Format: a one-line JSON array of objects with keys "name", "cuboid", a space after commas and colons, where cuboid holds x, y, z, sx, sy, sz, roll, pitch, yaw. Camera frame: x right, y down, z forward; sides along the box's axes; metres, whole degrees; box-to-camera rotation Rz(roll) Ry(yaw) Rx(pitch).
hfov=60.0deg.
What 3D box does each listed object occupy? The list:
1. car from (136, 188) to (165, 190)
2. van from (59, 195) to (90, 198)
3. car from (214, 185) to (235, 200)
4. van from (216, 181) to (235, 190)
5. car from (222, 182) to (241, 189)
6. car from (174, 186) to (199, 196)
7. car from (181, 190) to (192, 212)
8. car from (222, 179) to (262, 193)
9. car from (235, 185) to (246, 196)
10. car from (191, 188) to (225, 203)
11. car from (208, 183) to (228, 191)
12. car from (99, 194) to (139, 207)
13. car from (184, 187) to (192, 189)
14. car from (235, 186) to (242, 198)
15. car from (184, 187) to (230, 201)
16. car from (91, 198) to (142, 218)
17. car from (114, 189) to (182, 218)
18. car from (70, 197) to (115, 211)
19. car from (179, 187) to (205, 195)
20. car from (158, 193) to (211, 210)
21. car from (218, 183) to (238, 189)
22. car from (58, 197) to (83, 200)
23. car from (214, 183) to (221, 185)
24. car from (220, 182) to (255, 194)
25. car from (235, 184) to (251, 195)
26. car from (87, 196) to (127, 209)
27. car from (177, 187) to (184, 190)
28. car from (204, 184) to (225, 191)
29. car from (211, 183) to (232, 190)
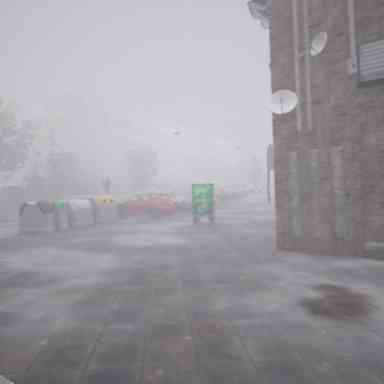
[{"name": "car", "cuboid": [-6.614, 0.428, 53.533, 5.566, 2.045, 2.435, -2, 2, 24]}, {"name": "van", "cuboid": [-13.199, 1.384, 38.151, 4.442, 1.987, 1.878, -2, 2, 24]}, {"name": "car", "cuboid": [2.871, 0.371, 44.422, 4.553, 1.767, 2.185, -2, 2, 24]}, {"name": "van", "cuboid": [9.028, -1.744, 89.314, 4.442, 1.987, 1.878, -2, 2, 24]}, {"name": "car", "cuboid": [11.162, -1.827, 94.483, 4.892, 1.521, 2.231, -2, 2, 24]}, {"name": "car", "cuboid": [-1.105, -0.228, 66.353, 4.553, 1.767, 2.185, -2, 2, 24]}, {"name": "car", "cuboid": [-1.863, 1.028, 33.680, 4.553, 1.767, 2.185, -2, 2, 24]}, {"name": "car", "cuboid": [8.706, -0.579, 57.872, 5.566, 2.045, 2.435, -2, 2, 24]}, {"name": "car", "cuboid": [5.187, 0.207, 49.824, 4.674, 1.452, 2.002, -2, 2, 24]}, {"name": "car", "cuboid": [0.681, 0.817, 38.984, 5.366, 1.575, 1.946, -2, 2, 24]}, {"name": "car", "cuboid": [6.675, -1.325, 84.259, 4.553, 1.767, 2.185, -2, 2, 24]}, {"name": "car", "cuboid": [-10.004, 1.157, 45.762, 4.892, 1.521, 2.231, -2, 2, 24]}, {"name": "car", "cuboid": [-2.152, 0.081, 63.774, 4.792, 1.488, 2.163, -2, 2, 24]}, {"name": "car", "cuboid": [4.046, 0.361, 47.119, 4.792, 1.488, 2.163, -2, 2, 24]}, {"name": "car", "cuboid": [1.736, 0.656, 41.861, 4.892, 1.521, 2.231, -2, 2, 24]}, {"name": "car", "cuboid": [-7.255, 1.527, 32.758, 2.033, 1.411, 5.357, -2, 2, 24]}, {"name": "car", "cuboid": [-4.168, 1.156, 28.387, 5.566, 2.045, 2.435, -2, 2, 24]}, {"name": "car", "cuboid": [-12.188, 1.464, 40.767, 4.892, 1.521, 2.231, -2, 2, 24]}, {"name": "car", "cuboid": [0.017, -0.230, 68.916, 4.792, 1.488, 2.163, -2, 2, 24]}, {"name": "car", "cuboid": [-0.828, 0.995, 36.440, 5.366, 1.575, 1.946, -2, 2, 24]}, {"name": "car", "cuboid": [10.039, -1.670, 91.929, 4.892, 1.521, 2.231, -2, 2, 24]}, {"name": "car", "cuboid": [-14.407, 1.745, 35.630, 4.892, 1.521, 2.231, -2, 1, 24]}, {"name": "car", "cuboid": [3.351, -0.700, 76.588, 4.792, 1.488, 2.163, -2, 2, 24]}, {"name": "car", "cuboid": [7.539, -0.293, 55.324, 4.553, 1.767, 2.185, -2, 2, 24]}, {"name": "car", "cuboid": [6.405, 0.036, 52.628, 4.674, 1.452, 2.002, -2, 2, 24]}, {"name": "car", "cuboid": [-11.072, 1.346, 43.322, 4.674, 1.452, 2.002, -2, 2, 24]}, {"name": "car", "cuboid": [-4.489, 0.249, 58.563, 4.553, 1.767, 2.185, -2, 2, 24]}, {"name": "car", "cuboid": [5.604, -1.005, 81.695, 4.674, 1.452, 2.002, -2, 2, 24]}, {"name": "car", "cuboid": [7.777, -1.351, 86.694, 5.008, 1.535, 2.097, -2, 2, 24]}]
